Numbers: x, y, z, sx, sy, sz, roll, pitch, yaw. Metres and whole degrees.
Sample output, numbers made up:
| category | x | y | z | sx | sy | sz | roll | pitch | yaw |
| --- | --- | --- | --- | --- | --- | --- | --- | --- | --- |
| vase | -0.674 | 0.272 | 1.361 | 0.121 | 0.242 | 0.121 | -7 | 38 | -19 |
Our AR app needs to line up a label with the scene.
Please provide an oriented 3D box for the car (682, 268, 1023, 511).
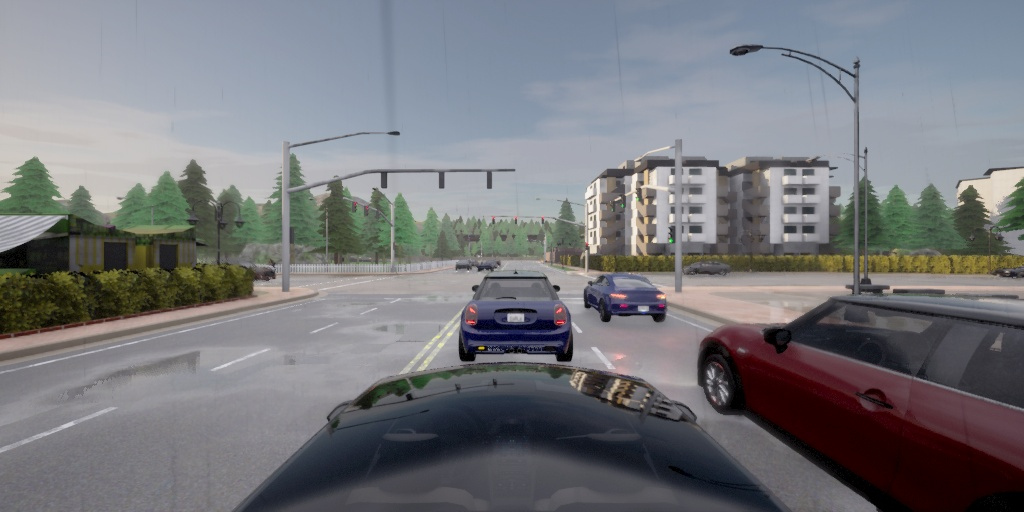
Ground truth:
| category | x | y | z | sx | sy | sz | roll | pitch | yaw |
| --- | --- | --- | --- | --- | --- | --- | --- | --- | --- |
| car | 3.605 | 1.103 | 3.122 | 2.097 | 1.767 | 4.553 | 0 | 0 | 0 |

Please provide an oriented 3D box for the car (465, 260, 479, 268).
| category | x | y | z | sx | sy | sz | roll | pitch | yaw |
| --- | --- | --- | --- | --- | --- | --- | --- | --- | --- |
| car | -6.745 | 1.313 | 61.035 | 1.994 | 1.385 | 4.181 | 0 | 0 | 0 |

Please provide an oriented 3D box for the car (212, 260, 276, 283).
| category | x | y | z | sx | sy | sz | roll | pitch | yaw |
| --- | --- | --- | --- | --- | --- | --- | --- | --- | --- |
| car | -20.632 | 1.103 | 27.287 | 4.553 | 1.767 | 2.097 | 0 | 0 | -1 |

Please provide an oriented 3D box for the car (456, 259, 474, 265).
| category | x | y | z | sx | sy | sz | roll | pitch | yaw |
| --- | --- | --- | --- | --- | --- | --- | --- | --- | --- |
| car | -6.802 | 1.228 | 50.920 | 1.882 | 1.535 | 5.008 | 0 | 0 | 0 |

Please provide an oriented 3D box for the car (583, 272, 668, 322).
| category | x | y | z | sx | sy | sz | roll | pitch | yaw |
| --- | --- | --- | --- | --- | --- | --- | --- | --- | --- |
| car | 3.645 | 1.276 | 12.113 | 1.812 | 1.442 | 4.674 | 0 | 0 | 1 |

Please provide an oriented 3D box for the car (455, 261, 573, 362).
| category | x | y | z | sx | sy | sz | roll | pitch | yaw |
| --- | --- | --- | --- | --- | --- | --- | --- | --- | --- |
| car | 0.092 | 1.102 | 8.403 | 2.097 | 1.767 | 4.553 | 0 | 0 | 1 |

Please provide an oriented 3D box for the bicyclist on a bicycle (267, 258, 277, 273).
| category | x | y | z | sx | sy | sz | roll | pitch | yaw |
| --- | --- | --- | --- | --- | --- | --- | --- | --- | --- |
| bicyclist on a bicycle | -25.594 | 1.052 | 38.175 | 0.582 | 1.620 | 1.656 | 0 | 0 | -1 |

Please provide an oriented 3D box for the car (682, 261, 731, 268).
| category | x | y | z | sx | sy | sz | roll | pitch | yaw |
| --- | --- | --- | --- | --- | --- | --- | --- | --- | --- |
| car | 18.789 | 1.241 | 35.135 | 4.902 | 1.511 | 2.128 | 0 | 0 | -1 |

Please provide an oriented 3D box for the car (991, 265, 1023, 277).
| category | x | y | z | sx | sy | sz | roll | pitch | yaw |
| --- | --- | --- | --- | --- | --- | --- | --- | --- | --- |
| car | 45.683 | 1.298 | 30.789 | 5.357 | 1.411 | 2.033 | 0 | 0 | 25 |
